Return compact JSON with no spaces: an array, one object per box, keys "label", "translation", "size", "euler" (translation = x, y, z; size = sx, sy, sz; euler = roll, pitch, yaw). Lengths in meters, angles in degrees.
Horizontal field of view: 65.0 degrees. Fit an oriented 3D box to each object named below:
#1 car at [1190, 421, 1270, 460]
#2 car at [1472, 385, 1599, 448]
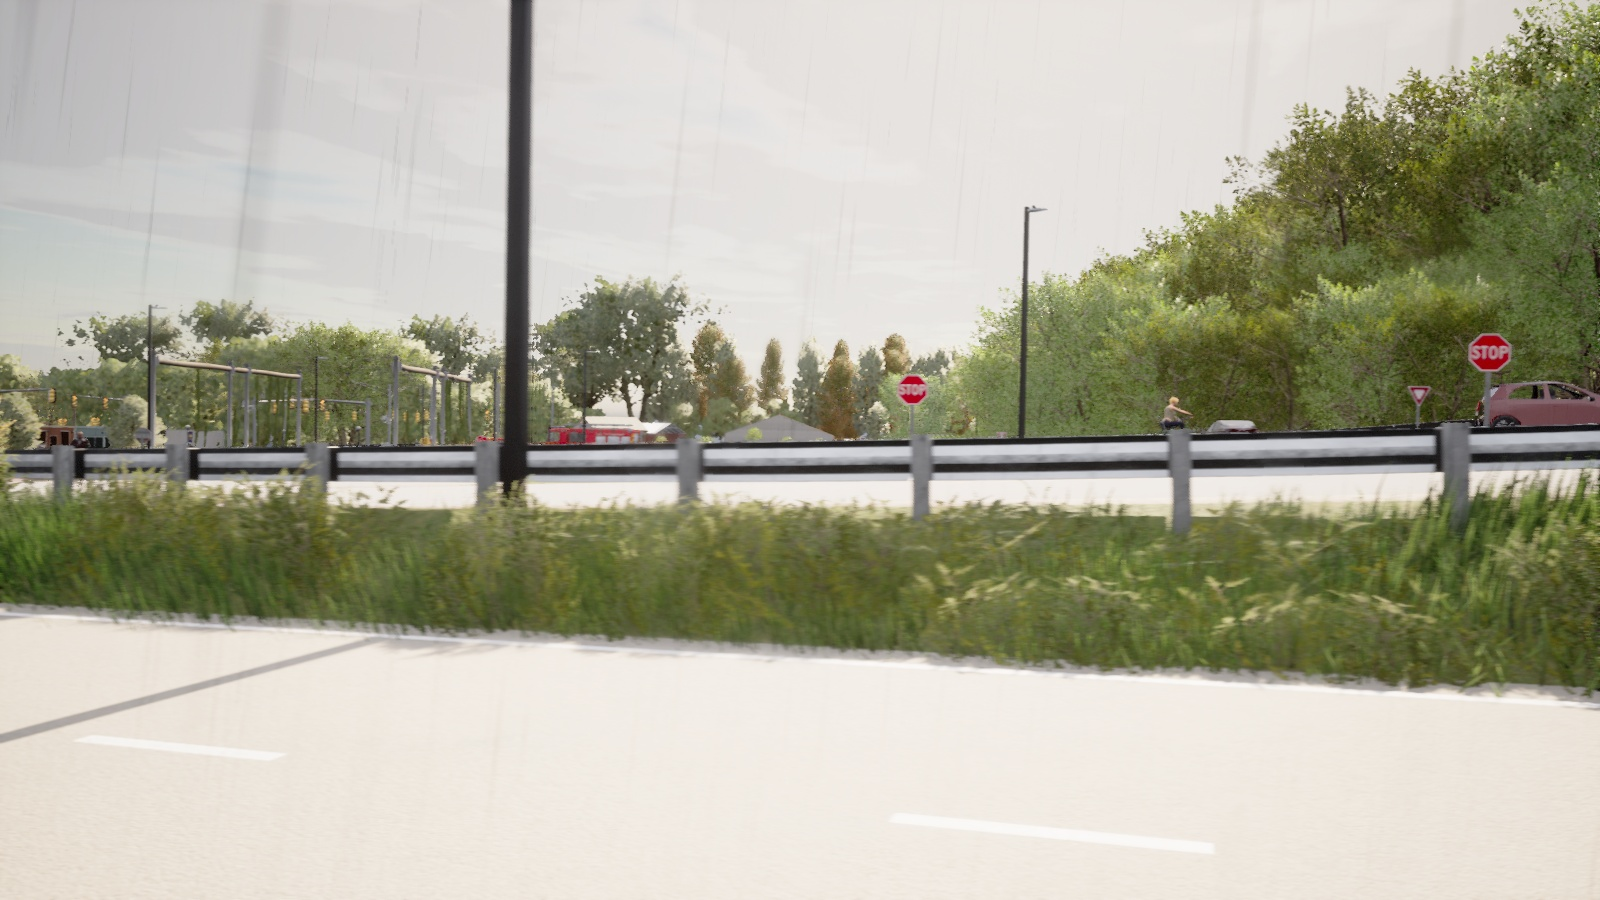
[{"label":"car","translation":[18.212,-0.355,53.408],"size":[2.163,1.488,4.792],"euler":[1,-1,6]},{"label":"car","translation":[19.491,-0.855,32.264],"size":[3.633,1.501,1.845],"euler":[-2,0,18]}]
